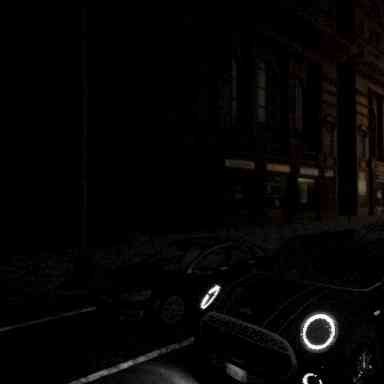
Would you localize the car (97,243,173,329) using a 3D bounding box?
[{"bbox_3d":[0.167,1.691,7.203,4.403,1.369,2.008,1,-1,-41],"label":"car"}]

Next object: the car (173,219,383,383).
[{"bbox_3d":[2.187,1.441,5.200,4.553,1.767,2.097,0,-1,-41],"label":"car"}]
